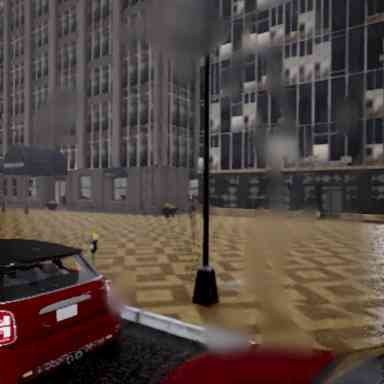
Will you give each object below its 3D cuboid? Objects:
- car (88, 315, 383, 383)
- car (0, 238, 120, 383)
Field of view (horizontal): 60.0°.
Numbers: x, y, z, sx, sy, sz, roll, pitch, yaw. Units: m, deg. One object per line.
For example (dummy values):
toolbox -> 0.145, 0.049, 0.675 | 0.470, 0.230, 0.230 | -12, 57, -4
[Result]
car -> 1.551, 1.582, 1.760 | 4.206, 1.307, 1.802 | 0, 1, 36
car -> -3.043, 1.436, 5.035 | 4.097, 1.590, 1.967 | 0, 1, 36
